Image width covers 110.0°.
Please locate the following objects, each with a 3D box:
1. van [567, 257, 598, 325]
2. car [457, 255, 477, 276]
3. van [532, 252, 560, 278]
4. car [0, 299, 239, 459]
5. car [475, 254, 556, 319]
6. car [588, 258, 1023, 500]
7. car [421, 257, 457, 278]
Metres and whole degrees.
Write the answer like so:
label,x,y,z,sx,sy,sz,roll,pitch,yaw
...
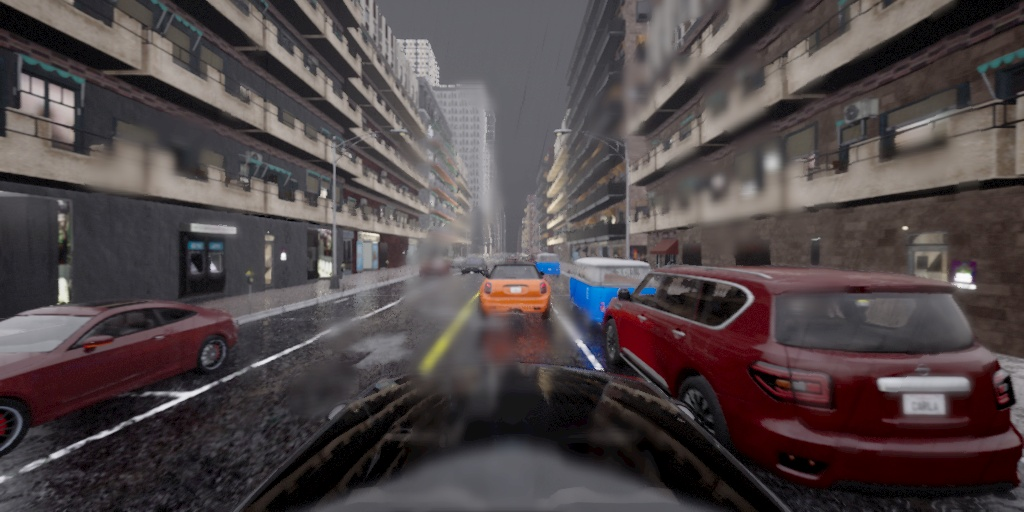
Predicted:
label,x,y,z,sx,sy,sz,roll,pitch,yaw
van,2.689,0.957,10.423,1.690,1.789,3.998,0,0,0
car,-3.081,0.861,30.347,2.033,1.411,5.357,0,1,0
van,2.686,0.698,27.468,1.690,1.789,3.998,0,0,0
car,-5.691,1.285,4.737,1.802,1.307,4.207,0,0,0
car,0.075,0.941,12.201,2.097,1.767,4.553,0,1,-1
car,2.689,1.018,4.741,2.192,1.841,5.009,0,0,0
car,-5.694,0.902,27.464,1.888,1.381,4.507,0,0,0
